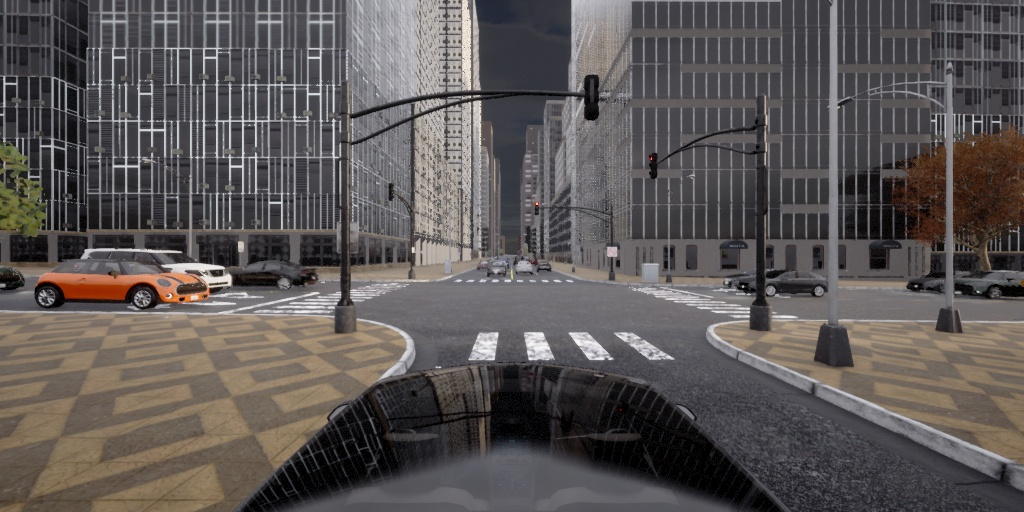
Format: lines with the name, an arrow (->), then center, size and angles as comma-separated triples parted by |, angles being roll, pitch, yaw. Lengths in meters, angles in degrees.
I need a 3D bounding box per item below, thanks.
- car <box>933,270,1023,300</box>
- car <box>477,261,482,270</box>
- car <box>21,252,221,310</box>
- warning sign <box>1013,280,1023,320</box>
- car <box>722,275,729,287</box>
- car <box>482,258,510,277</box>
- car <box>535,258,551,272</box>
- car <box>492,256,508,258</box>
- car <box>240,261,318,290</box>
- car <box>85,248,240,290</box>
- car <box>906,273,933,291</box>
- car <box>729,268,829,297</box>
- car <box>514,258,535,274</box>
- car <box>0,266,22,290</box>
car -> 28.912, 1.645, 21.530 | 4.553, 1.767, 2.097 | 1, 0, -3
car -> -3.993, 1.343, 50.853 | 1.802, 1.307, 4.207 | 0, 0, 0
car -> -13.725, 0.876, 12.877 | 4.553, 1.767, 2.097 | 1, 0, -3
warning sign -> 17.281, 1.204, 11.543 | 1.060, 1.860, 1.300 | 0, 0, -3
car -> 16.900, 1.569, 24.239 | 4.902, 1.511, 2.128 | 1, 0, -3
car -> -1.471, 1.259, 35.777 | 2.128, 1.511, 4.902 | 0, 0, 0
car -> 3.957, 1.329, 45.354 | 1.948, 1.339, 4.313 | 0, 0, 0
car -> -1.542, 0.980, 56.947 | 2.150, 2.045, 5.566 | 0, 0, 0
car -> -13.370, 1.005, 19.602 | 5.008, 1.535, 1.882 | 1, 0, -3
car -> -15.926, 0.704, 16.031 | 5.566, 2.045, 2.150 | 1, 0, -3
car -> 30.306, 1.818, 24.848 | 4.892, 1.490, 1.837 | -1, 0, -3
car -> 15.811, 1.564, 20.946 | 4.892, 1.490, 1.837 | 1, 0, -4
car -> 1.395, 1.290, 41.528 | 1.812, 1.442, 4.674 | 0, 0, 1
car -> -24.620, 0.675, 15.638 | 4.553, 1.767, 2.097 | 1, 0, -2
